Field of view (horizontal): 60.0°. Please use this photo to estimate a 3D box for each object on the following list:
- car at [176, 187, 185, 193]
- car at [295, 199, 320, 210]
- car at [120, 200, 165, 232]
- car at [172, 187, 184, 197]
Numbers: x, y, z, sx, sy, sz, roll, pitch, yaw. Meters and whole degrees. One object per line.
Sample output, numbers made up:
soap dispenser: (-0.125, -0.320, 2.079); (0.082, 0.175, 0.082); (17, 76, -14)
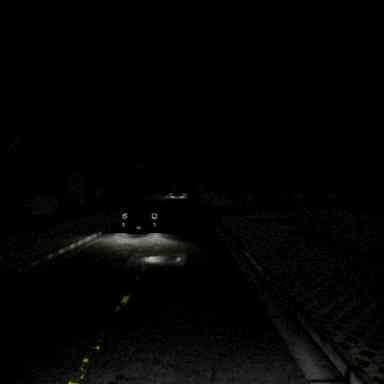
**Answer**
car: (-2.780, -0.504, 79.401); (1.895, 1.301, 4.718); (0, 2, 0)
car: (12.714, 1.378, 34.654); (4.181, 1.385, 1.994); (0, 1, -30)
car: (-2.775, 1.267, 19.584); (2.097, 1.767, 4.553); (0, 0, 0)
car: (-2.798, 0.086, 64.411); (1.837, 1.490, 4.892); (0, 3, 1)
